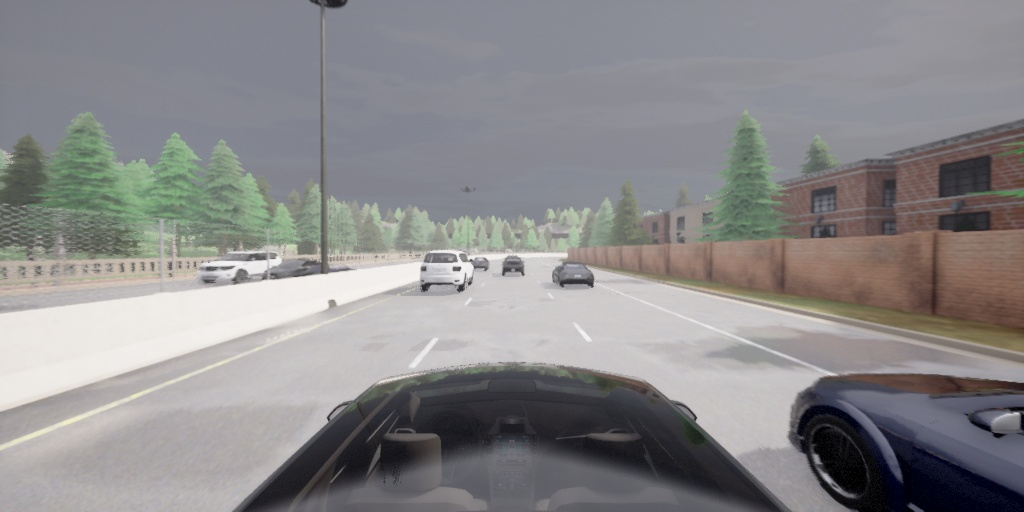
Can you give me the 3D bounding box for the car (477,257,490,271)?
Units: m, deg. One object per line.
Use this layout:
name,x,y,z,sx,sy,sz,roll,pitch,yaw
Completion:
car,-3.408,0.802,38.429,2.033,1.411,5.357,0,1,0

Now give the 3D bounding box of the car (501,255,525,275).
car,0.095,0.847,32.012,1.837,1.490,4.892,0,1,0

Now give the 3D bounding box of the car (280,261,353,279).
car,-10.603,1.098,20.439,1.895,1.301,4.718,0,1,0

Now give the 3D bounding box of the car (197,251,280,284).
car,-17.602,0.674,23.679,2.150,2.045,5.566,0,1,0

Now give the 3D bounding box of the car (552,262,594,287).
car,3.597,1.045,21.612,1.994,1.385,4.181,0,1,0

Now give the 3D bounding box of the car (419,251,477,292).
car,-3.403,0.733,19.435,2.150,2.045,5.566,0,1,0

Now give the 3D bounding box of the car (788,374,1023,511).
car,3.599,1.315,1.633,1.994,1.385,4.181,0,1,0

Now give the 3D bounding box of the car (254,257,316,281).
car,-14.102,0.960,23.542,1.837,1.490,4.892,0,1,0
